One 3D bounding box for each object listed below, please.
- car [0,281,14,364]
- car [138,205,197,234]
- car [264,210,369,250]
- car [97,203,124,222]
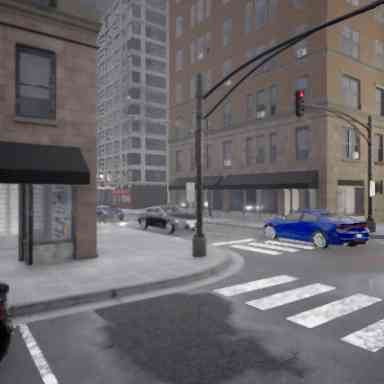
[{"bbox_3d":[-4.154,1.565,3.225,4.313,1.339,1.947,0,0,-35],"label":"car"},{"bbox_3d":[-1.461,1.567,19.885,2.128,1.511,4.902,0,0,-37],"label":"car"},{"bbox_3d":[5.232,1.516,14.750,1.882,1.535,5.008,1,-1,-25],"label":"car"},{"bbox_3d":[-7.368,1.646,28.162,1.812,1.442,4.674,0,0,-36],"label":"car"}]
